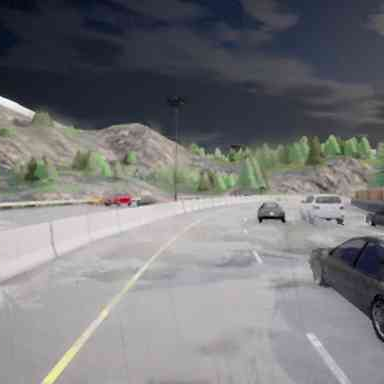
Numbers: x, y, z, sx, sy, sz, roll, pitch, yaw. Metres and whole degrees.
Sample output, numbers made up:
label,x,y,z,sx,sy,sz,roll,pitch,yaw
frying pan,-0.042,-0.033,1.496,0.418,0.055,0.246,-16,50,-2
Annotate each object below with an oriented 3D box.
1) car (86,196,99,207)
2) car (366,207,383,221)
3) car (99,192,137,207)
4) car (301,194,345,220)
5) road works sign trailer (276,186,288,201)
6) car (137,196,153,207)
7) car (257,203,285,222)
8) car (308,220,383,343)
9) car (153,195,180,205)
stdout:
label,x,y,z,sx,sy,sz,roll,pitch,yaw
car,-13.686,1.318,49.098,1.882,1.535,5.008,0,0,17
car,12.119,1.536,19.663,2.033,1.411,5.357,0,0,9
car,-10.498,1.075,47.622,2.150,2.045,5.566,0,0,17
car,9.269,1.190,23.933,2.150,2.045,5.566,0,0,10
road works sign trailer,21.001,0.341,76.968,2.380,3.560,2.880,0,0,32
car,-6.518,1.370,48.583,1.837,1.490,4.892,0,0,17
car,6.073,1.520,25.778,1.994,1.385,4.181,0,0,10
car,3.792,1.544,6.221,2.033,1.411,5.357,0,0,3
car,-3.295,1.228,47.147,2.097,1.767,4.553,0,0,17
